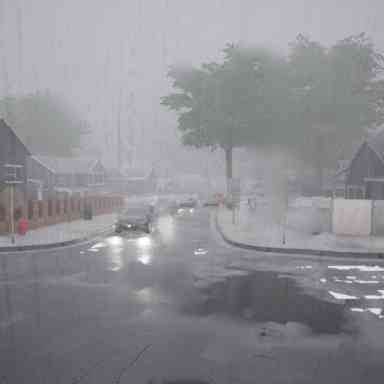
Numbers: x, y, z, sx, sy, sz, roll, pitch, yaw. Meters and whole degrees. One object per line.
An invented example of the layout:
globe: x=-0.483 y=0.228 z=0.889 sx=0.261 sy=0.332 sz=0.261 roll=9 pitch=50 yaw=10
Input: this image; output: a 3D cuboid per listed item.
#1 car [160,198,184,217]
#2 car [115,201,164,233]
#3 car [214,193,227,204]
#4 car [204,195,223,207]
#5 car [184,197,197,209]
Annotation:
car: x=-2.386 y=1.490 z=31.466 sx=2.128 sy=1.511 sz=4.902 roll=0 pitch=0 yaw=5
car: x=-3.075 y=1.497 z=19.528 sx=1.837 sy=1.490 sz=4.892 roll=0 pitch=0 yaw=4
car: x=5.176 y=1.254 z=61.223 sx=2.150 sy=2.045 sz=5.566 roll=1 pitch=0 yaw=14
car: x=3.100 y=1.602 z=51.499 sx=1.994 sy=1.385 sz=4.181 roll=0 pitch=0 yaw=12
car: x=-0.484 y=1.494 z=47.049 sx=1.882 sy=1.535 sz=5.008 roll=0 pitch=1 yaw=9
